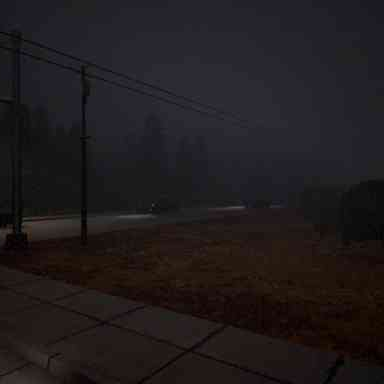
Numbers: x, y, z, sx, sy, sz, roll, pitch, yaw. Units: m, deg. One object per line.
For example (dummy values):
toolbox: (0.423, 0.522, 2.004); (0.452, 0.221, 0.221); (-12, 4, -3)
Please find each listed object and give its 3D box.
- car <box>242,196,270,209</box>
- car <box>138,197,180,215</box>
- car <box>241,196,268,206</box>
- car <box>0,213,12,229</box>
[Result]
car: (8.428, 1.467, 43.024); (1.895, 1.301, 4.718); (0, 0, 37)
car: (-3.274, 1.304, 33.445); (2.097, 1.767, 4.553); (0, 0, 37)
car: (9.626, 1.333, 50.696); (2.128, 1.511, 4.902); (0, 0, 37)
car: (-13.238, 1.640, 20.004); (1.895, 1.301, 4.718); (0, 0, 37)
